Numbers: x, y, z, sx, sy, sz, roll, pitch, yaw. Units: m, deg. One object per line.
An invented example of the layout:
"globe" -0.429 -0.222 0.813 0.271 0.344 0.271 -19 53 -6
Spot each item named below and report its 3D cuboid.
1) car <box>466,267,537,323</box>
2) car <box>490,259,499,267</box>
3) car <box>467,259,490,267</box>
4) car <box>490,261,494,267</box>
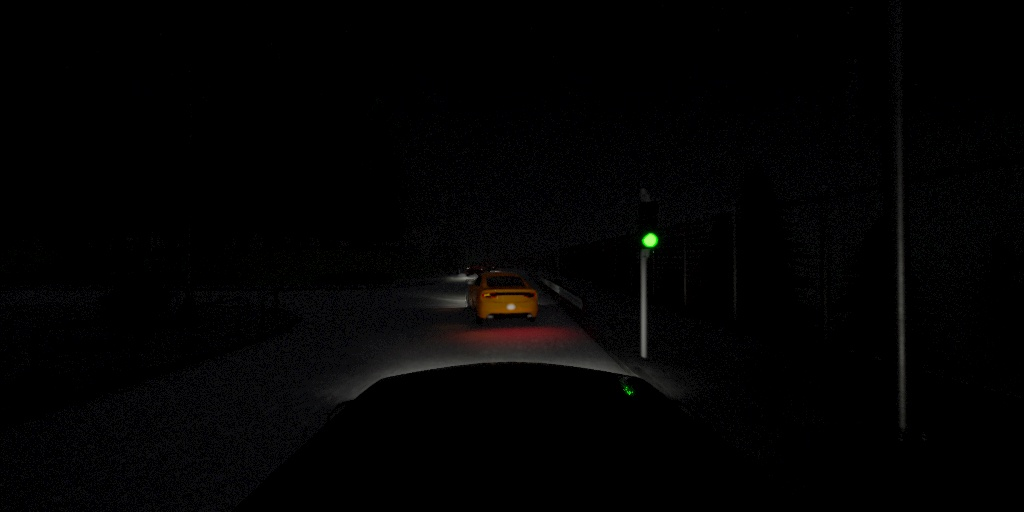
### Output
"car" -0.502 1.317 12.742 1.882 1.535 5.008 1 0 -11
"car" -3.978 1.465 62.324 2.150 2.045 5.566 0 0 0
"car" -4.077 1.426 41.495 2.097 1.767 4.553 0 0 0
"car" -4.053 1.758 51.769 1.895 1.301 4.718 0 0 0
